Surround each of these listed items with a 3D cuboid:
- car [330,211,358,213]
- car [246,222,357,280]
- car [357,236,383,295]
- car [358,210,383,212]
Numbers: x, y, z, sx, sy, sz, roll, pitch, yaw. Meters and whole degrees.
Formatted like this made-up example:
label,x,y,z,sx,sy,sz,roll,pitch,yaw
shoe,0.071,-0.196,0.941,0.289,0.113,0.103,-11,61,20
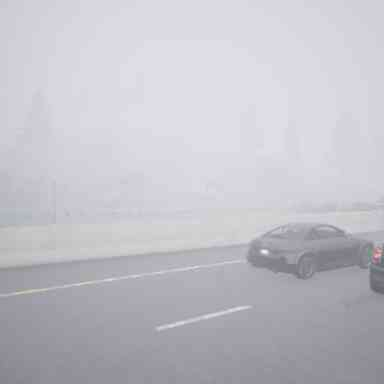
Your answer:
label,x,y,z,sx,sy,sz,roll,pitch,yaw
car,16.546,1.656,33.144,4.892,1.490,1.837,1,-1,-25
car,3.693,1.611,10.126,4.181,1.385,1.994,0,0,-31
car,6.111,1.385,7.489,4.553,1.767,2.097,0,0,-32
car,18.055,1.355,30.014,5.566,2.045,2.150,0,0,-25
